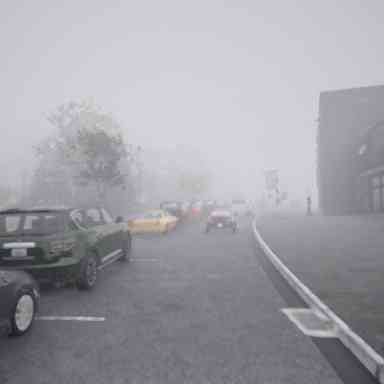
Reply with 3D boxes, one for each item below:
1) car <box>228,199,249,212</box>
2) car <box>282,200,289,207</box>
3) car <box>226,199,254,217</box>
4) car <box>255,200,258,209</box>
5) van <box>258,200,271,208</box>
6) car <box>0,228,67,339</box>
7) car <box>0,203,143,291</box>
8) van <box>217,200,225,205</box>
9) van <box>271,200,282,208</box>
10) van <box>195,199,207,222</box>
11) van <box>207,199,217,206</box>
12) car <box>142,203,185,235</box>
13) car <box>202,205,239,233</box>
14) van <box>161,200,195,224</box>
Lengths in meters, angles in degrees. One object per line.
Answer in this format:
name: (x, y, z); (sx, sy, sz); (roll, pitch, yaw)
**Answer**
car: (8.216, 2.318, 58.152); (2.435, 2.045, 5.566); (-2, -1, 20)
car: (23.292, 3.263, 87.790); (2.163, 1.488, 4.792); (-2, -1, 27)
car: (5.975, 1.850, 40.090); (2.150, 2.045, 5.566); (-1, -1, 16)
car: (10.465, 2.732, 63.231); (2.002, 1.452, 4.674); (-2, -1, 24)
van: (15.409, 2.696, 73.345); (1.878, 1.987, 4.442); (-2, -1, 27)
car: (-3.589, 1.524, 3.796); (2.231, 1.521, 4.892); (-3, 0, 1)
car: (-3.327, 1.344, 9.419); (2.435, 2.045, 5.566); (-3, -1, 4)
van: (2.597, 1.963, 42.448); (1.878, 1.987, 4.442); (-2, -1, 14)
van: (20.120, 2.887, 82.109); (1.878, 1.987, 4.442); (-2, -1, 27)
van: (-0.160, 1.735, 31.626); (1.878, 1.987, 4.442); (-2, -1, 13)
van: (1.131, 1.845, 37.065); (1.878, 1.987, 4.442); (-2, -1, 13)
car: (-2.127, 1.759, 20.689); (1.946, 1.575, 5.366); (-2, -1, 9)
car: (1.964, 1.811, 21.754); (1.812, 1.442, 4.674); (0, -1, 8)
van: (-1.264, 1.632, 26.142); (1.878, 1.987, 4.442); (-3, -1, 8)
